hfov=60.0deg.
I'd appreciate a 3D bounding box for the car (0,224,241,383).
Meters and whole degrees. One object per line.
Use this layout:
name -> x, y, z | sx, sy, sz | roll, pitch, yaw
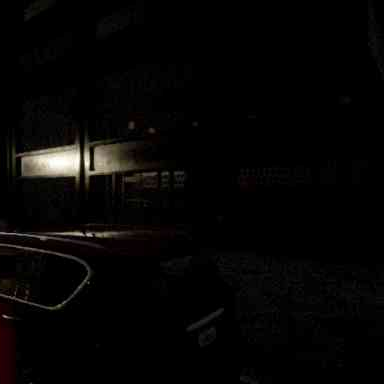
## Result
car -> -1.811, 1.351, 4.257 | 5.009, 1.841, 2.192 | -1, 0, 36
